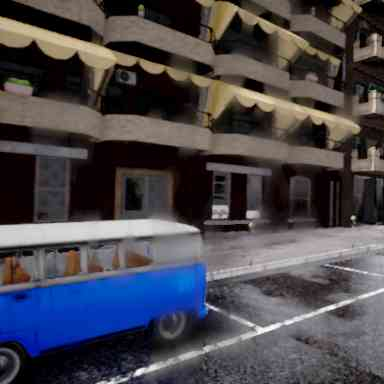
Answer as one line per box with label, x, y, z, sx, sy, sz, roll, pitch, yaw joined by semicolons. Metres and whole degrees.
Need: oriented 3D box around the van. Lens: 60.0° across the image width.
van;-1.646;1.353;4.895;3.998;1.788;1.690;1;1;-35
